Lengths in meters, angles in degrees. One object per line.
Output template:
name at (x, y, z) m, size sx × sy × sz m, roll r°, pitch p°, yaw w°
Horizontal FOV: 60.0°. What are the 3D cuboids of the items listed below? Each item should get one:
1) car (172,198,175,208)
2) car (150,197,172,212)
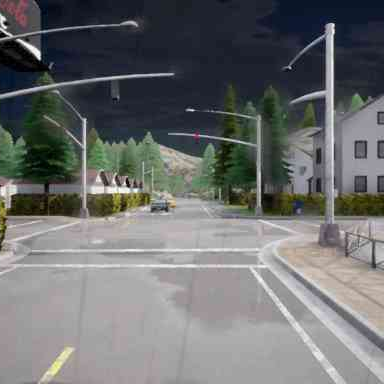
car at (-3.585, 1.478, 48.600) m, size 1.882 × 1.535 × 5.008 m, roll 0°, pitch 0°, yaw 0°
car at (-3.583, 1.526, 38.128) m, size 1.812 × 1.442 × 4.674 m, roll 0°, pitch 0°, yaw 0°
